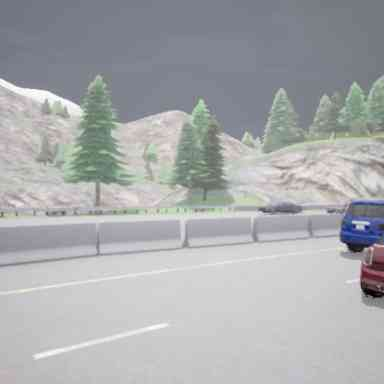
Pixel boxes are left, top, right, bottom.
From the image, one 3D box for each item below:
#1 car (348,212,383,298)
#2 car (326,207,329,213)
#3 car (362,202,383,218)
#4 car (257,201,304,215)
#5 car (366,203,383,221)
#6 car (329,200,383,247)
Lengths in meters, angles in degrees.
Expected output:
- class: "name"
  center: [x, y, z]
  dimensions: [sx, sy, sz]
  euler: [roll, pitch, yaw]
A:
- class: "car"
  center: [5.843, 1.421, 7.360]
  dimensions: [4.553, 1.767, 2.097]
  euler: [1, 0, -32]
- class: "car"
  center: [17.209, 1.874, 36.902]
  dimensions: [4.718, 1.301, 1.895]
  euler: [0, 0, -23]
- class: "car"
  center: [20.051, 1.806, 34.281]
  dimensions: [4.674, 1.442, 1.812]
  euler: [1, 0, -22]
- class: "car"
  center: [10.058, 1.777, 37.567]
  dimensions: [5.357, 1.411, 2.033]
  euler: [0, 0, -25]
- class: "car"
  center: [18.052, 1.754, 29.643]
  dimensions: [4.892, 1.490, 1.837]
  euler: [1, -1, -23]
- class: "car"
  center: [8.130, 1.329, 12.764]
  dimensions: [5.566, 2.045, 2.150]
  euler: [1, 0, -29]
